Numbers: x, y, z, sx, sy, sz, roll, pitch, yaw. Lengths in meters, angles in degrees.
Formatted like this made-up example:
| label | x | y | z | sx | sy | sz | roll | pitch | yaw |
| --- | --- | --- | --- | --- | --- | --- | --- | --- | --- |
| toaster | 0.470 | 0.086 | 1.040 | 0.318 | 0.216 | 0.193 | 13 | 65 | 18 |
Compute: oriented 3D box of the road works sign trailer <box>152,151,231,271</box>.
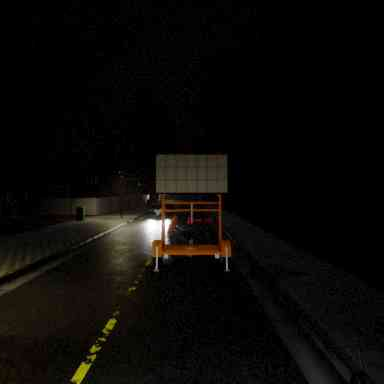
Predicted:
| label | x | y | z | sx | sy | sz | roll | pitch | yaw |
| --- | --- | --- | --- | --- | --- | --- | --- | --- | --- |
| road works sign trailer | -0.008 | 0.464 | 10.841 | 2.380 | 3.560 | 2.880 | 0 | 0 | 0 |

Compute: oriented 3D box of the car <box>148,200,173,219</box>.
| label | x | y | z | sx | sy | sz | roll | pitch | yaw |
| --- | --- | --- | --- | --- | --- | --- | --- | --- | --- |
| car | -2.773 | 1.497 | 29.784 | 2.128 | 1.511 | 4.902 | 0 | 0 | 0 |
